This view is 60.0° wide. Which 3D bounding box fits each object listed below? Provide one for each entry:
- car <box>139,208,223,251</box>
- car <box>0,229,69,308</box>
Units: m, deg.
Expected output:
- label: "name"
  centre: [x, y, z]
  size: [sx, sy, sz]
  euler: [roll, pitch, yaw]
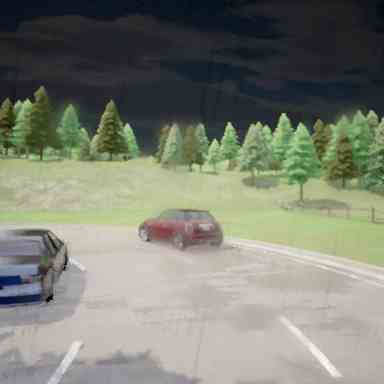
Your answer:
- label: "car"
  centre: [-0.652, 1.529, 15.312]
  size: [2.097, 1.767, 4.553]
  euler: [0, -1, -35]
- label: "car"
  centre: [-4.186, 1.629, 8.170]
  size: [2.033, 1.411, 5.357]
  euler: [1, -1, -16]
